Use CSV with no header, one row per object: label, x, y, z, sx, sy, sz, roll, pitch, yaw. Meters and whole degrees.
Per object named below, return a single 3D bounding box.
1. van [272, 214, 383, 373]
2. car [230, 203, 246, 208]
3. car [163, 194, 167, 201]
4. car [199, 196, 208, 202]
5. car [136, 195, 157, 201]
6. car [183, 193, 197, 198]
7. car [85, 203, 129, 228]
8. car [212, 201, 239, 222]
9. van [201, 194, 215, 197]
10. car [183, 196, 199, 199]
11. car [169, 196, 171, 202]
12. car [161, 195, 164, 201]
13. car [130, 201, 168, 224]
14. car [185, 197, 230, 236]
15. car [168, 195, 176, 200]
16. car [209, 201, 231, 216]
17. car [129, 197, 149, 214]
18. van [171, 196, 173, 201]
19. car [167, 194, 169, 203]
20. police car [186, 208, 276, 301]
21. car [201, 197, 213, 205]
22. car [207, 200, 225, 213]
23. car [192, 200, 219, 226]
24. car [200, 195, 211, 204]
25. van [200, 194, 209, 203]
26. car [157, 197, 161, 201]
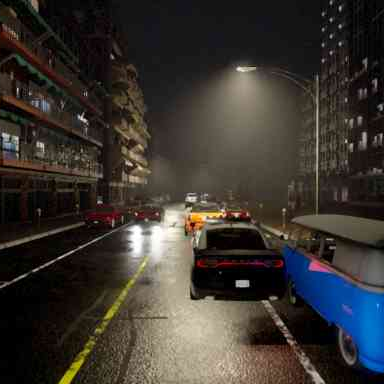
van,2.683,1.341,5.392,1.690,1.788,3.998,0,0,0
car,2.682,1.445,21.972,1.967,1.590,4.097,0,0,0
car,-5.701,1.473,55.131,1.967,1.590,4.097,0,0,0
car,2.678,1.591,77.408,1.752,1.417,4.829,0,0,0
car,-5.701,1.331,38.552,2.192,1.841,5.009,0,0,0
car,-0.004,1.258,57.888,2.150,2.045,5.566,0,0,0
car,-5.698,1.550,21.972,1.887,1.381,4.507,0,0,0
car,2.682,1.534,27.669,1.752,1.417,4.829,0,0,0
van,2.679,1.367,49.606,1.690,1.788,3.998,0,0,0
car,0.016,1.622,45.048,1.895,1.301,4.718,0,0,1
car,-5.701,1.592,66.185,1.887,1.381,4.507,0,0,0
car,-5.699,1.577,49.606,2.008,1.369,4.403,0,0,0
car,-3.102,1.608,24.954,1.895,1.301,4.718,0,0,0
car,0.759,1.355,18.403,2.097,1.767,4.553,0,0,3
car,-5.703,1.662,93.817,1.947,1.339,4.313,0,0,0
car,2.682,1.594,33.026,1.802,1.307,4.206,0,0,0
car,-5.699,1.537,32.856,1.752,1.417,4.829,0,0,0
van,-5.703,1.398,71.712,1.690,1.788,3.998,0,0,0
car,-5.700,1.605,60.658,1.947,1.339,4.313,0,0,0
police car,0.899,1.425,8.500,1.930,1.638,5.238,0,0,0
car,2.680,1.605,60.659,1.947,1.339,4.313,0,0,0
car,2.681,1.598,38.552,1.802,1.307,4.206,0,0,0
car,0.884,1.463,24.583,1.801,1.575,5.366,0,0,0
car,2.678,1.488,66.185,1.967,1.590,4.097,0,0,0
van,2.677,1.398,71.713,1.690,1.788,3.998,0,0,0
car,-5.699,1.571,44.079,2.008,1.369,4.403,0,0,0
